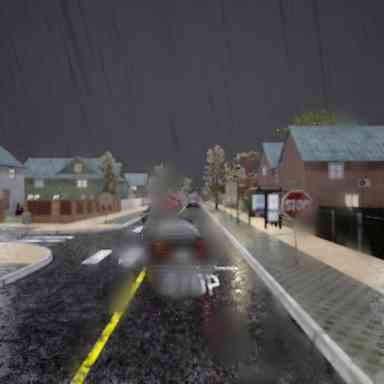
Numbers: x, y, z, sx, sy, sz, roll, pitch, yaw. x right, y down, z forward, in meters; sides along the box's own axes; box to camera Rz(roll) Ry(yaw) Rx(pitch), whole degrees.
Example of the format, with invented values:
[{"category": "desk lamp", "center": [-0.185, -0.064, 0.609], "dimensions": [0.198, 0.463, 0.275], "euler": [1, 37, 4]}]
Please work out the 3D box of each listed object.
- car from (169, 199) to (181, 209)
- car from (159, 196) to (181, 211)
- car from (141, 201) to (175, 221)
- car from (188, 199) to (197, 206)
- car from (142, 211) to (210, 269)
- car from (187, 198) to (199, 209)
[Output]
[{"category": "car", "center": [-2.790, 1.980, 55.949], "dimensions": [1.812, 1.442, 4.674], "euler": [0, -1, 0]}, {"category": "car", "center": [-2.825, 1.523, 41.966], "dimensions": [2.150, 2.045, 5.566], "euler": [0, -1, -1]}, {"category": "car", "center": [-2.865, 1.710, 27.161], "dimensions": [2.033, 1.411, 5.357], "euler": [0, 0, 1]}, {"category": "car", "center": [0.039, 2.123, 69.132], "dimensions": [1.837, 1.490, 4.892], "euler": [0, -1, 0]}, {"category": "car", "center": [-0.631, 1.583, 11.306], "dimensions": [1.812, 1.442, 4.674], "euler": [0, 0, -10]}, {"category": "car", "center": [0.123, 2.008, 55.067], "dimensions": [1.994, 1.385, 4.181], "euler": [0, -1, 0]}]
